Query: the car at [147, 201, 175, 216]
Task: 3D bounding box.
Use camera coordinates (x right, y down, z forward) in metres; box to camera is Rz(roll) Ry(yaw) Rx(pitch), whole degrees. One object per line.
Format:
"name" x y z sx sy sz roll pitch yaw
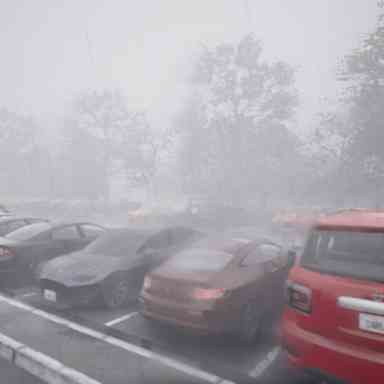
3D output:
"car" -0.557 1.545 23.977 2.097 1.535 5.008 0 0 36

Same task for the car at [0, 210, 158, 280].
"car" -3.569 1.563 10.000 2.097 1.535 5.008 0 0 36

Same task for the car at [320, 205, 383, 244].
"car" 8.477 1.540 17.431 2.097 1.535 5.008 0 0 36

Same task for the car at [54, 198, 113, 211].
"car" -9.497 1.420 30.427 2.231 1.521 4.892 1 1 36

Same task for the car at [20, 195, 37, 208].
"car" -14.121 1.300 33.771 2.097 1.535 5.008 2 1 36

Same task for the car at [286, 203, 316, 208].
"car" 6.241 1.428 19.093 2.185 1.767 4.553 0 0 36

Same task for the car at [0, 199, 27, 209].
"car" -10.327 1.406 14.931 2.185 1.767 4.553 0 0 36

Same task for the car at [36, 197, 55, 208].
"car" -11.861 1.363 32.137 2.097 1.535 5.008 1 1 36

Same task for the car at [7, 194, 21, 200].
"car" -16.397 1.259 35.387 2.163 1.488 4.792 2 1 36

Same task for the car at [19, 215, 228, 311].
"car" -1.325 1.587 8.348 2.163 1.488 4.792 0 0 36

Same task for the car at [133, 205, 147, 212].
"car" -2.930 1.523 25.456 1.946 1.575 5.366 1 0 36

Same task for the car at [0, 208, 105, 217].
"car" -5.830 1.561 11.634 2.097 1.535 5.008 0 0 36

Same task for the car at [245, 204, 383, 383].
"car" 3.220 1.274 5.132 2.435 2.045 5.566 0 0 36

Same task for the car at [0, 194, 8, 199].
"car" -18.422 1.147 37.116 1.946 1.575 5.366 2 1 36

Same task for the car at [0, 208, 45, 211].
"car" -8.086 1.590 13.276 2.002 1.452 4.674 0 0 36

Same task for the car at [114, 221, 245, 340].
"car" 0.948 1.583 6.737 2.002 1.452 4.674 0 0 36

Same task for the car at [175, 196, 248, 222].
"car" 1.717 1.305 22.361 2.435 2.045 5.566 0 0 36
